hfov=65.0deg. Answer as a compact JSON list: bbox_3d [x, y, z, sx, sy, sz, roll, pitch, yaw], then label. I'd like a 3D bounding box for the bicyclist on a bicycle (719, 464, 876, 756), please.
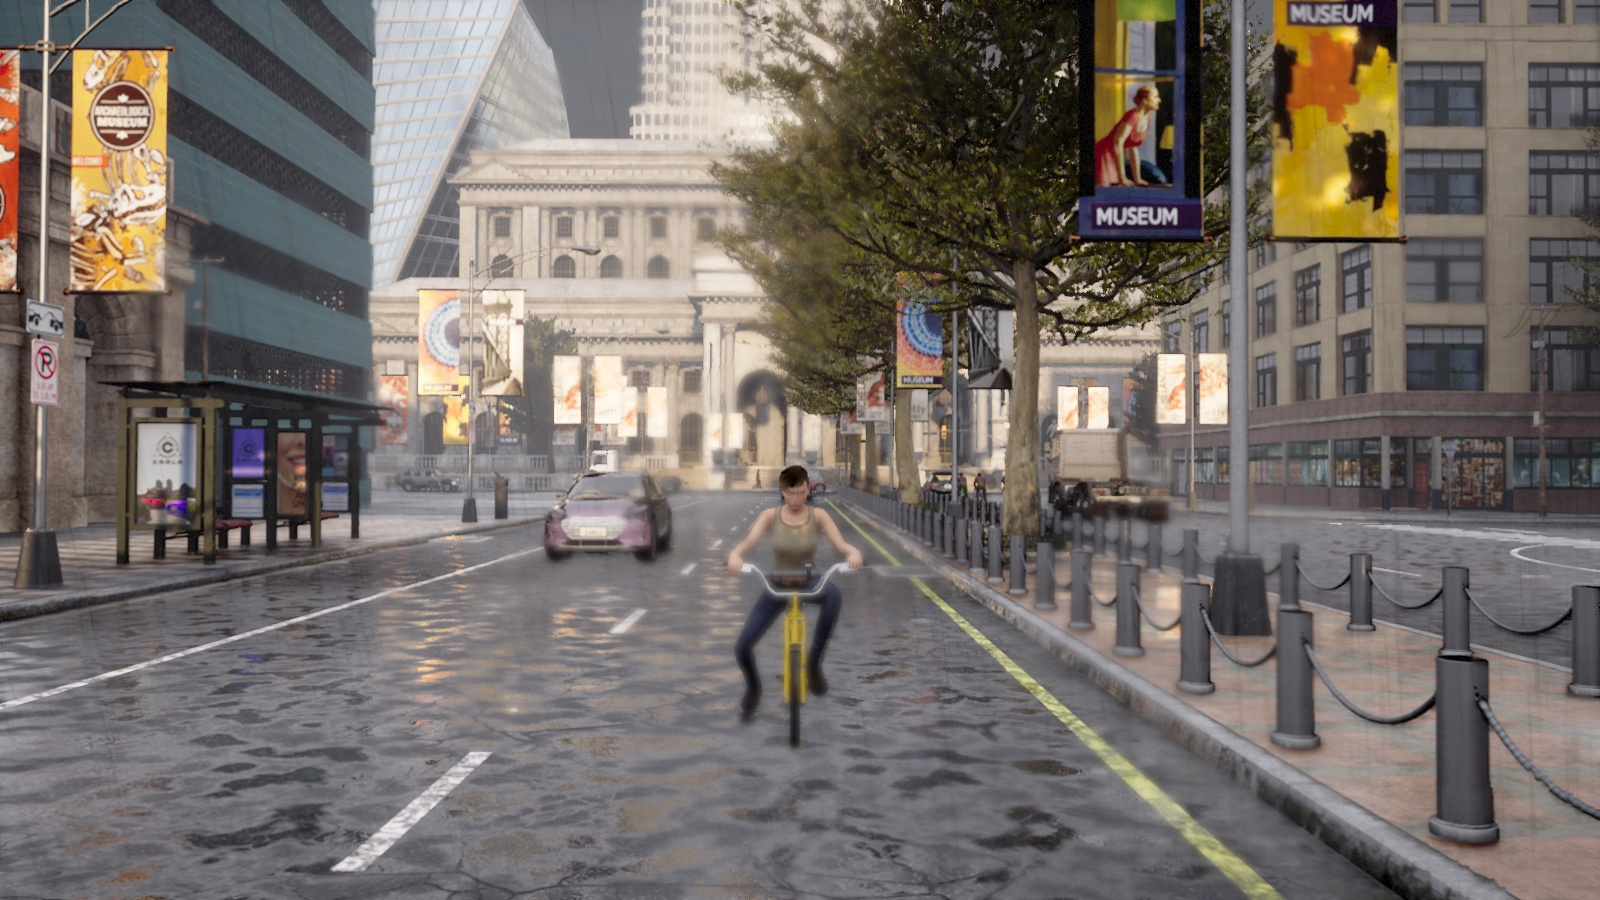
[{"bbox_3d":[-0.023,0.901,7.719,0.866,1.612,1.509,0,-1,-1],"label":"bicyclist on a bicycle"}]

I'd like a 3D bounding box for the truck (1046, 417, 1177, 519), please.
[{"bbox_3d":[11.387,0.675,46.762,2.891,3.462,7.936,0,-1,0],"label":"truck"}]

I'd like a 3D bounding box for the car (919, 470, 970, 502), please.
[{"bbox_3d":[7.839,1.924,68.337,2.242,1.667,4.611,0,-1,0],"label":"car"}]

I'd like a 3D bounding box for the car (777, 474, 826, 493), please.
[{"bbox_3d":[0.112,2.642,98.280,3.806,1.475,1.970,0,-1,0],"label":"car"}]

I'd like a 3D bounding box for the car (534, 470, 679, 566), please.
[{"bbox_3d":[-3.556,1.217,24.000,2.033,1.649,4.856,0,-1,0],"label":"car"}]
